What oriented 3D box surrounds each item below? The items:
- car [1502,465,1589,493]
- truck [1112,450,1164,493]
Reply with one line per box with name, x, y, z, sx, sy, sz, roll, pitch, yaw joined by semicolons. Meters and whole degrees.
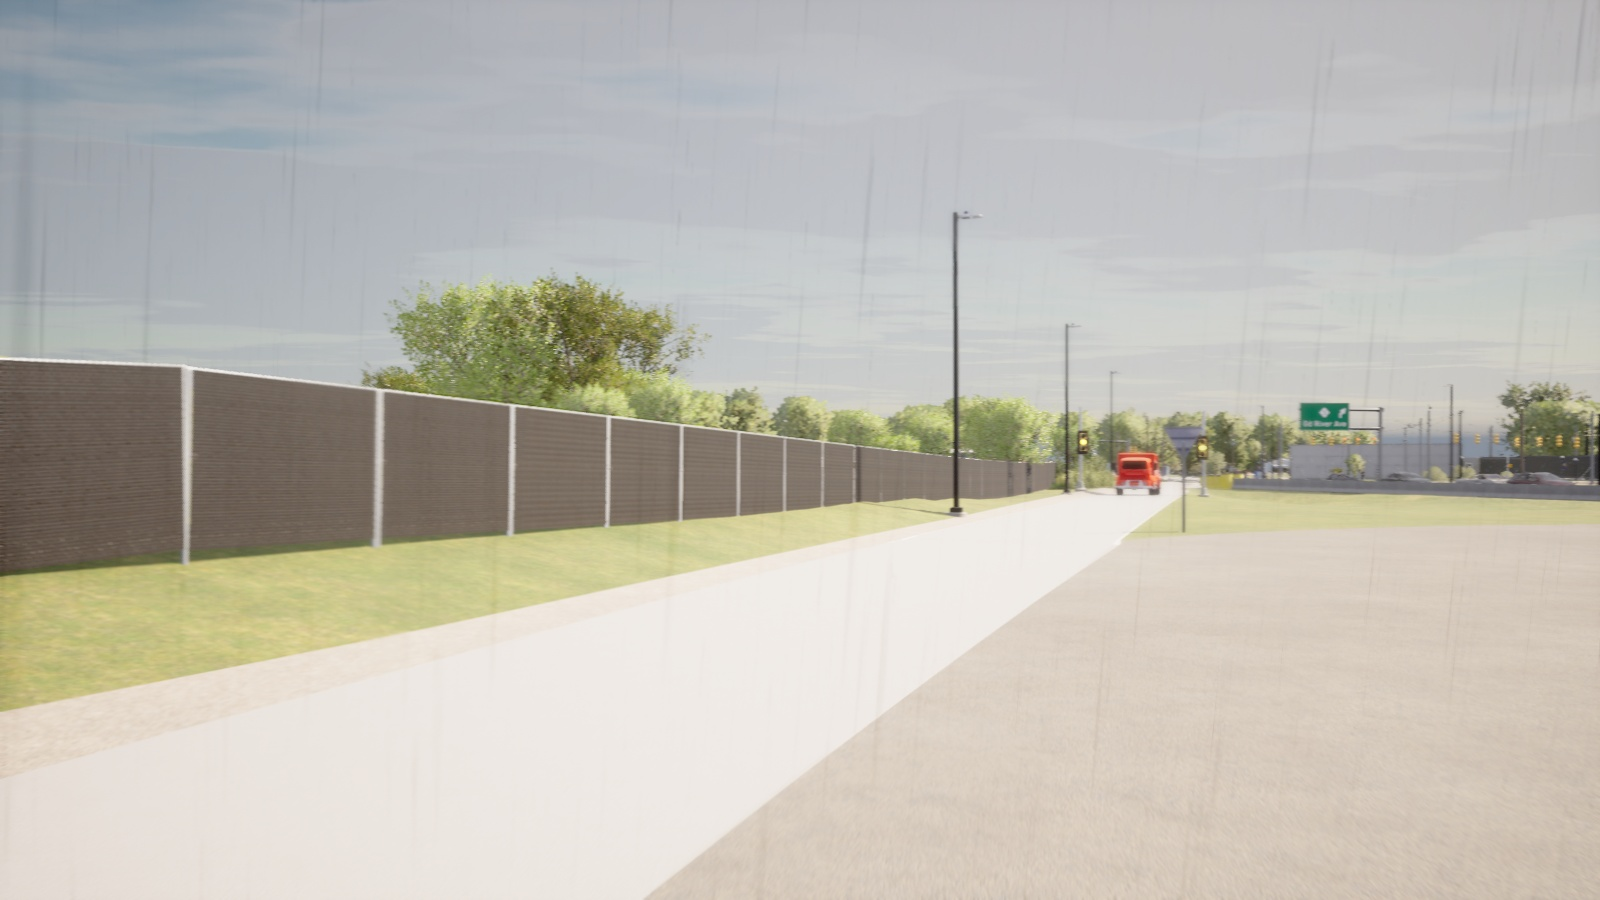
car;46.550;1.816;78.521;2.033;1.649;4.856;-1;-1;-8
truck;19.900;1.264;73.746;2.627;2.467;5.204;-1;-1;19
